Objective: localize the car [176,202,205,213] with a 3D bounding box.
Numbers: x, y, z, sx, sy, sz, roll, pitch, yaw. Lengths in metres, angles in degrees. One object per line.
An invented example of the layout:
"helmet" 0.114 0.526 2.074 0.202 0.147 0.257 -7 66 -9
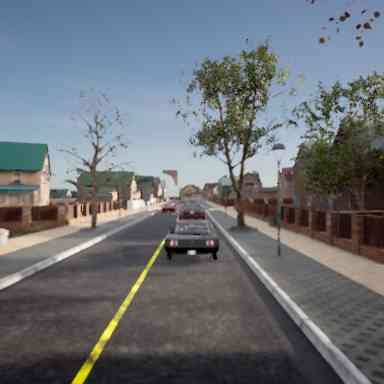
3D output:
"car" 0.015 1.667 28.456 2.097 1.767 4.553 0 -1 0

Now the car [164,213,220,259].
"car" 0.013 1.748 13.270 1.895 1.301 4.718 0 -1 0

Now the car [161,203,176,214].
"car" -2.773 2.063 41.822 1.895 1.301 4.718 0 -1 0
